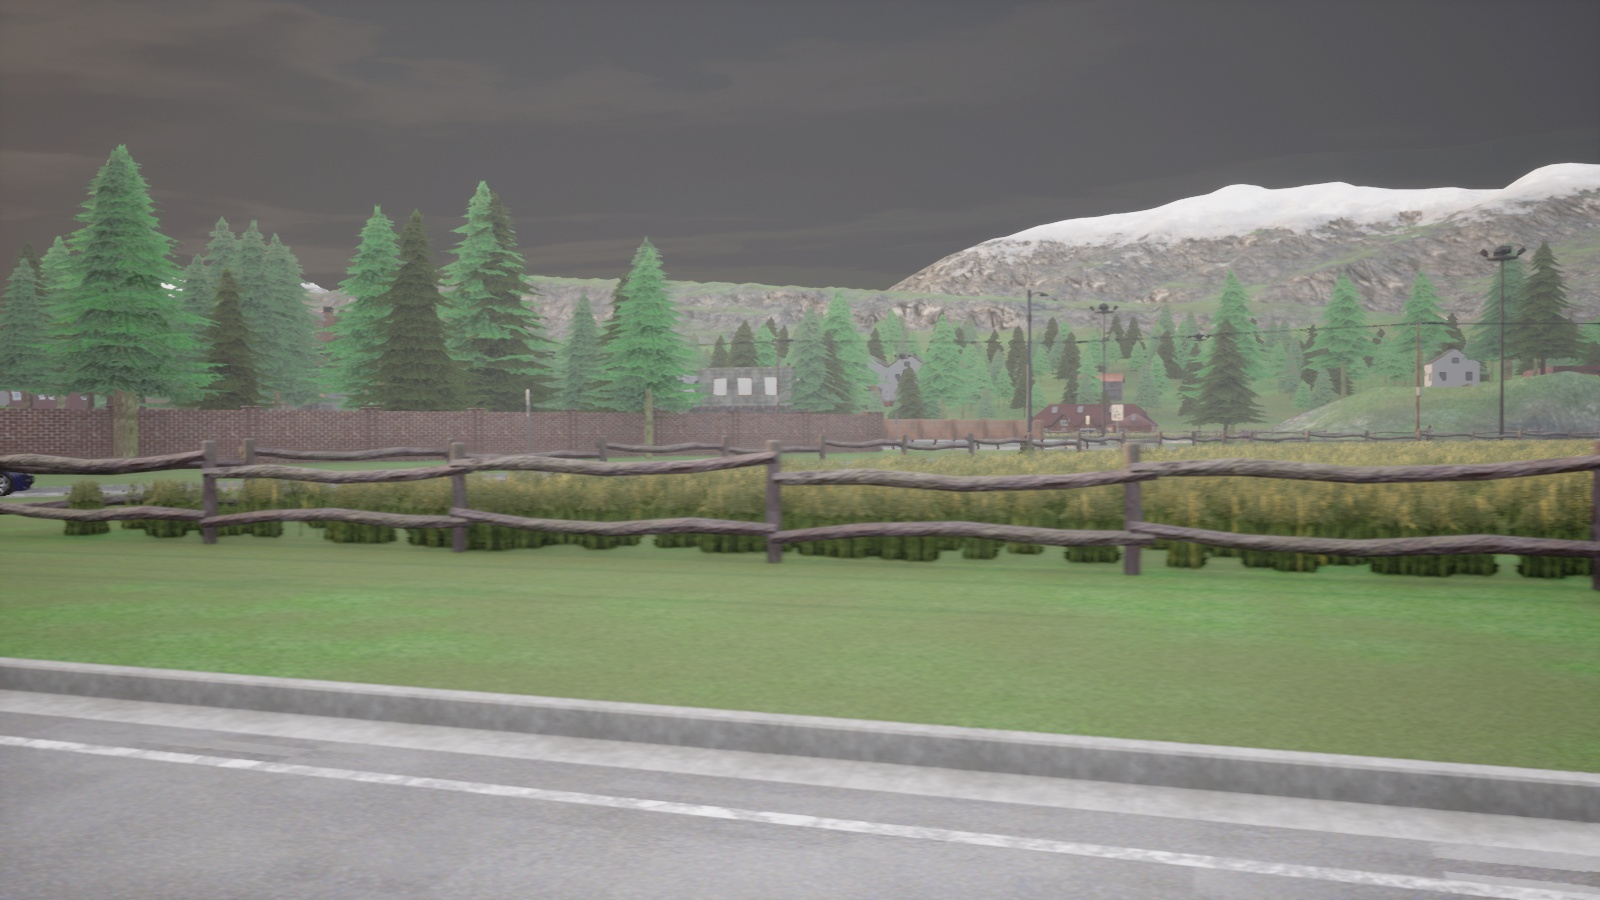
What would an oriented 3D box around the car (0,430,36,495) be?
[{"bbox_3d":[-20.571,0.282,29.186,4.792,1.488,2.163,0,1,-31],"label":"car"}]
